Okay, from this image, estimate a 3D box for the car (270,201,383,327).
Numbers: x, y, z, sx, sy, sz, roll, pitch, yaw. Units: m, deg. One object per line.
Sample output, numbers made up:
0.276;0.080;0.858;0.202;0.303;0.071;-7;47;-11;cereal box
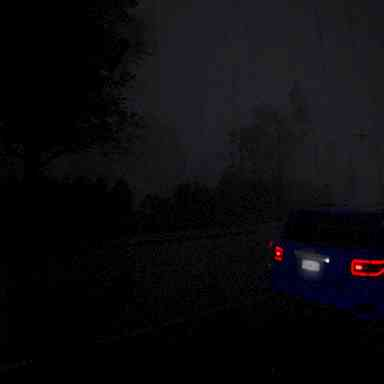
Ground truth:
3.985;1.299;7.060;5.566;2.045;2.150;1;0;-39;car
